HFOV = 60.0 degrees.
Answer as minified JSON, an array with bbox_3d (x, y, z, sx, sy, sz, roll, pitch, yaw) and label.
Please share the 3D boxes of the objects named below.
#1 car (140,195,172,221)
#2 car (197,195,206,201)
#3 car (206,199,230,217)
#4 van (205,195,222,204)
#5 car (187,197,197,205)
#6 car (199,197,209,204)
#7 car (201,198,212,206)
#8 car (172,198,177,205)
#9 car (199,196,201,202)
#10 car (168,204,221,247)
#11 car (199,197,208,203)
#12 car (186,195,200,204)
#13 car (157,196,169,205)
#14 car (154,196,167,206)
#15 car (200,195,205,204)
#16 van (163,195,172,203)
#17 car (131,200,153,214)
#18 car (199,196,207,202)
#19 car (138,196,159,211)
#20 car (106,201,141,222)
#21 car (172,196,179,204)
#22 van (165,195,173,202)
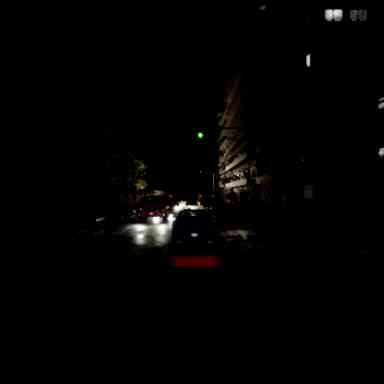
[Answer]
[{"bbox_3d":[-3.100,1.298,27.967,2.150,2.045,5.566,0,0,-1],"label":"car"},{"bbox_3d":[2.654,1.659,94.719,2.192,1.841,5.009,0,0,0],"label":"car"},{"bbox_3d":[2.679,1.636,32.787,1.887,1.381,4.507,0,0,0],"label":"car"},{"bbox_3d":[2.677,1.451,38.419,1.690,1.788,3.998,0,0,0],"label":"van"},{"bbox_3d":[-0.026,1.767,66.290,2.033,1.411,5.357,0,0,0],"label":"car"},{"bbox_3d":[2.663,1.789,72.199,2.008,1.369,4.403,0,0,0],"label":"car"},{"bbox_3d":[2.667,1.737,60.938,1.887,1.381,4.507,0,0,0],"label":"car"},{"bbox_3d":[-3.094,1.712,38.710,1.895,1.301,4.718,0,0,0],"label":"car"},{"bbox_3d":[2.669,1.721,55.308,2.008,1.369,4.403,0,0,0],"label":"car"},{"bbox_3d":[0.093,1.518,15.395,1.882,1.535,5.008,0,0,0],"label":"car"},{"bbox_3d":[2.660,1.807,77.829,1.887,1.381,4.507,0,0,0],"label":"car"},{"bbox_3d":[-0.023,1.650,55.872,1.882,1.535,5.008,0,0,0],"label":"car"},{"bbox_3d":[-5.714,1.655,66.565,1.967,1.590,4.097,0,0,0],"label":"car"},{"bbox_3d":[-5.713,1.633,60.936,1.967,1.590,4.097,0,0,0],"label":"car"},{"bbox_3d":[2.672,1.589,49.679,1.967,1.590,4.097,0,0,0],"label":"car"},{"bbox_3d":[-5.720,1.604,77.826,1.690,1.788,3.998,0,0,0],"label":"van"},{"bbox_3d":[-5.703,1.635,38.245,1.752,1.417,4.829,0,0,0],"label":"car"},{"bbox_3d":[2.659,1.728,83.458,1.967,1.590,4.097,0,0,0],"label":"car"},{"bbox_3d":[-5.706,1.444,44.046,2.192,1.841,5.009,0,0,0],"label":"car"},{"bbox_3d":[-5.699,1.640,27.154,1.947,1.339,4.313,0,0,0],"label":"car"},{"bbox_3d":[-3.071,1.644,54.272,1.882,1.535,5.008,0,0,1],"label":"car"},{"bbox_3d":[-5.721,1.629,83.455,1.690,1.788,3.998,0,0,0],"label":"van"}]
